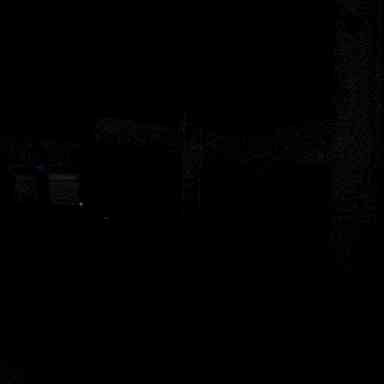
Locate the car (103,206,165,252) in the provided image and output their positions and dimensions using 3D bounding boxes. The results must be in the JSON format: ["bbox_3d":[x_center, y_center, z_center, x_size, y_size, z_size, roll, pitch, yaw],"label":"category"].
[{"bbox_3d":[-2.510,1.381,13.803,2.242,1.667,4.611,1,0,-17],"label":"car"}]

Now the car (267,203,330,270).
[{"bbox_3d":[4.172,1.351,11.304,1.905,1.878,3.866,1,0,-17],"label":"car"}]
